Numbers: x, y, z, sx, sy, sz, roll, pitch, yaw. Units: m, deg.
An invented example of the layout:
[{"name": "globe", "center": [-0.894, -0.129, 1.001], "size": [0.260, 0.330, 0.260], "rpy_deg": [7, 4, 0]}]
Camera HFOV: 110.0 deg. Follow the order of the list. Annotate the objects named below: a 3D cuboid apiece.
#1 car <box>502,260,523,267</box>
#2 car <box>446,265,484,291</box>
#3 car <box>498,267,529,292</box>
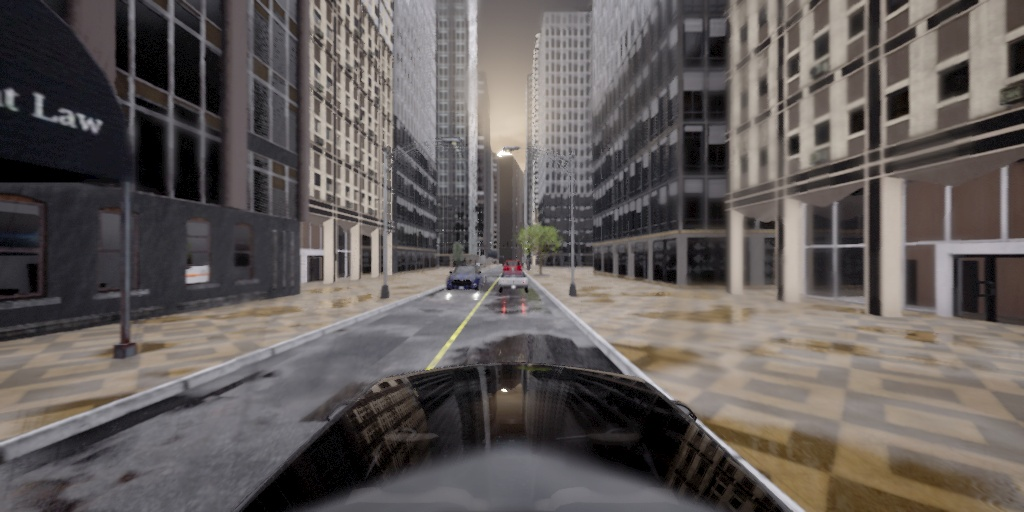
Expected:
[{"name": "car", "center": [0.095, 1.471, 40.162], "size": [2.150, 2.045, 5.566], "rpy_deg": [0, 0, 0]}, {"name": "car", "center": [-3.103, 1.389, 24.278], "size": [2.097, 1.767, 4.553], "rpy_deg": [0, -1, 0]}, {"name": "car", "center": [0.096, 1.634, 23.977], "size": [1.895, 1.301, 4.718], "rpy_deg": [0, -1, 0]}]
